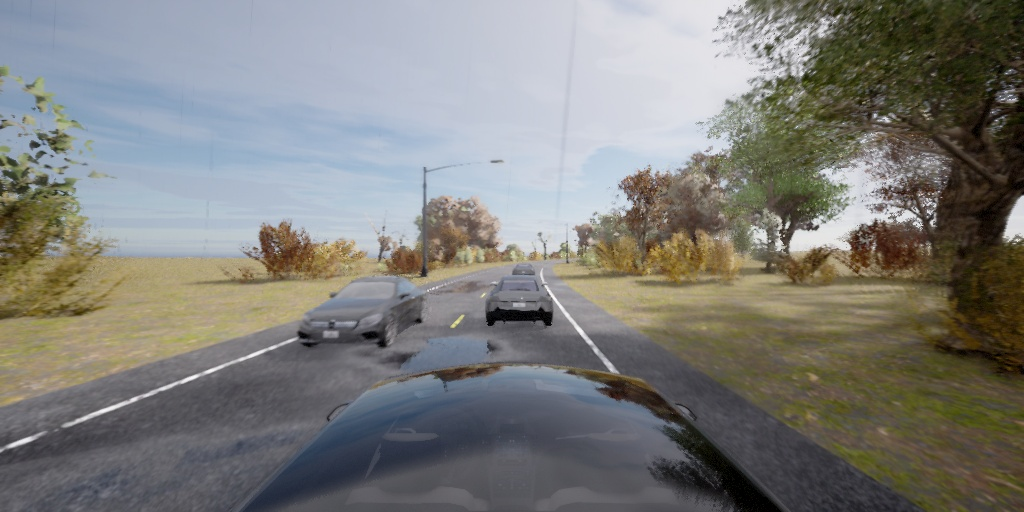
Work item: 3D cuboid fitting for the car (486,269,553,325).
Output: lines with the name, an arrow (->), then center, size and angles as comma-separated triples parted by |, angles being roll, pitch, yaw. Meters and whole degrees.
car -> 0.243, 1.314, 11.851 | 1.994, 1.385, 4.181 | 0, 0, 1

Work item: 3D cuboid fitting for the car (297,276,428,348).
car -> -3.505, 1.274, 9.351 | 1.812, 1.442, 4.674 | 0, 0, 1

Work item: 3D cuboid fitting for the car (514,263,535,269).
car -> 1.079, 1.309, 31.903 | 1.994, 1.385, 4.181 | 0, 0, 3
